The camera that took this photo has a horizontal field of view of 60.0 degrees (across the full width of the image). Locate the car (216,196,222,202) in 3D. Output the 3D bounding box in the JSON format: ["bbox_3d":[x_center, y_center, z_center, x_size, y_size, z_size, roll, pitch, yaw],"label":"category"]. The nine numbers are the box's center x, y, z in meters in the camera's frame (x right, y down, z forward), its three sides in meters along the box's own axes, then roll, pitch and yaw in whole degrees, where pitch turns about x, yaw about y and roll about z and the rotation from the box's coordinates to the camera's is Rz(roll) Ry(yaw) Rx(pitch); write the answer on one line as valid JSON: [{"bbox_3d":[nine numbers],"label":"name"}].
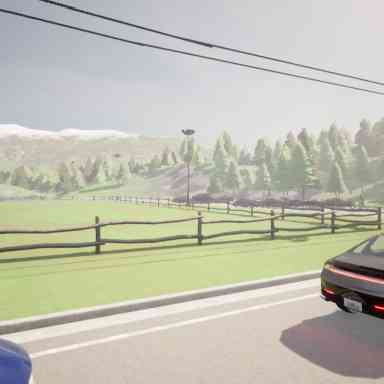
[{"bbox_3d":[3.811,1.566,69.580,1.994,1.385,4.181,0,0,-28],"label":"car"}]

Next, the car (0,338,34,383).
[{"bbox_3d":[-3.420,1.526,1.789,4.674,1.442,1.812,0,0,-29],"label":"car"}]

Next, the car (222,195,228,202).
[{"bbox_3d":[7.763,1.502,76.959,1.837,1.490,4.892,0,0,-28],"label":"car"}]

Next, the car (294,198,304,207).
[{"bbox_3d":[14.119,1.479,50.699,1.882,1.535,5.008,0,0,-28],"label":"car"}]

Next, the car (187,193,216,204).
[{"bbox_3d":[1.818,1.225,65.893,2.150,2.045,5.566,0,0,-28],"label":"car"}]

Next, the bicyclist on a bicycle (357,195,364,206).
[{"bbox_3d":[26.152,1.305,51.494,1.656,1.620,0.582,0,0,-28],"label":"bicyclist on a bicycle"}]

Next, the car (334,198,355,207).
[{"bbox_3d":[22.006,1.549,50.830,2.033,1.411,5.357,0,0,-28],"label":"car"}]

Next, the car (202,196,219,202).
[{"bbox_3d":[4.237,1.554,76.120,1.994,1.385,4.181,0,0,-28],"label":"car"}]

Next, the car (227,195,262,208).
[{"bbox_3d":[7.573,1.527,48.084,1.812,1.442,4.674,0,0,-28],"label":"car"}]

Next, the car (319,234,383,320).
[{"bbox_3d":[4.567,1.492,6.198,4.902,1.511,2.128,0,0,-28],"label":"car"}]

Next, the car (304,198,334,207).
[{"bbox_3d":[18.360,1.603,50.213,1.895,1.301,4.718,0,0,-28],"label":"car"}]

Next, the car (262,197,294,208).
[{"bbox_3d":[11.630,1.548,47.941,2.033,1.411,5.357,0,0,-28],"label":"car"}]

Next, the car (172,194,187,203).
[{"bbox_3d":[-2.333,1.352,66.241,2.097,1.767,4.553,0,0,-28],"label":"car"}]
